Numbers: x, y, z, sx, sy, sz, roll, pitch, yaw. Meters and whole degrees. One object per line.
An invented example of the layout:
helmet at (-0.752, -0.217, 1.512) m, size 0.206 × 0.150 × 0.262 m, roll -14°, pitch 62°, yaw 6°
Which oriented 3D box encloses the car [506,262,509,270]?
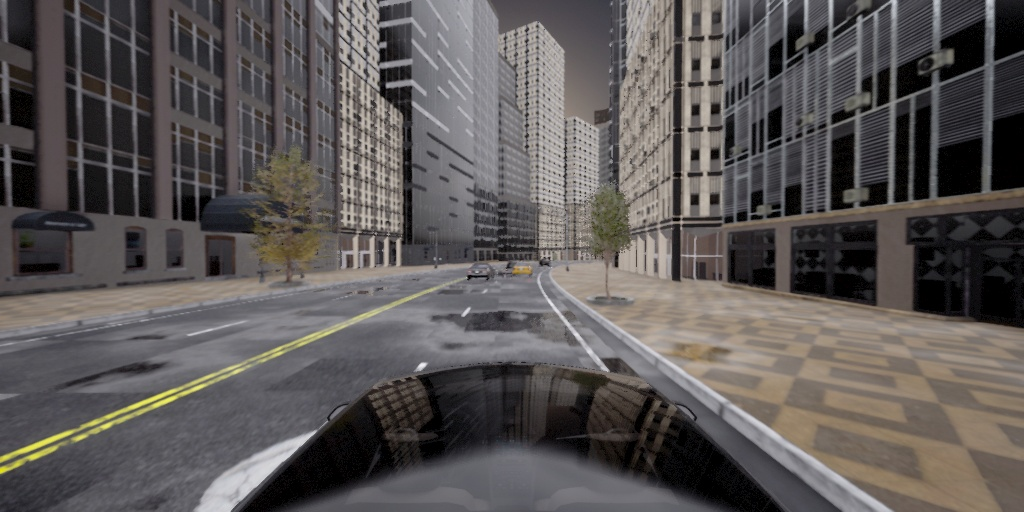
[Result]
car at (0.362, 1.282, 53.499) m, size 1.812 × 1.442 × 4.674 m, roll 0°, pitch 0°, yaw 10°

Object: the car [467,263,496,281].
car at (-2.516, 1.289, 30.350) m, size 2.033 × 1.411 × 5.357 m, roll 0°, pitch 0°, yaw 4°

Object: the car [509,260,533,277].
car at (1.158, 1.216, 36.137) m, size 1.801 × 1.575 × 5.366 m, roll 0°, pitch 0°, yaw 7°
